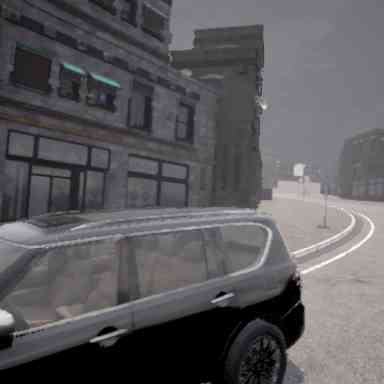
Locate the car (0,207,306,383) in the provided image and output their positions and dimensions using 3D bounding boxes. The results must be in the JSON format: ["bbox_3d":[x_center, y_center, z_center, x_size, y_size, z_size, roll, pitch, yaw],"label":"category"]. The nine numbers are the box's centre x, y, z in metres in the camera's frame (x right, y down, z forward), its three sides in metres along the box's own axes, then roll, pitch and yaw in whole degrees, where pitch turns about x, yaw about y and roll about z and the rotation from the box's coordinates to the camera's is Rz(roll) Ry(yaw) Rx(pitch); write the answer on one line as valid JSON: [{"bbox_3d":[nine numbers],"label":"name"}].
[{"bbox_3d":[-1.151,1.238,3.278,5.566,2.045,2.150,-1,0,-38],"label":"car"}]
